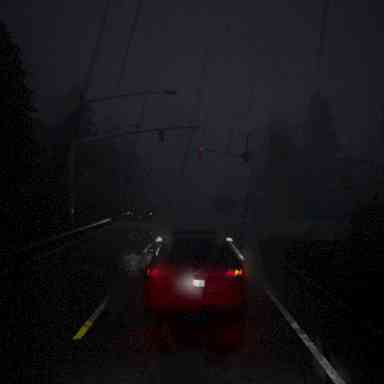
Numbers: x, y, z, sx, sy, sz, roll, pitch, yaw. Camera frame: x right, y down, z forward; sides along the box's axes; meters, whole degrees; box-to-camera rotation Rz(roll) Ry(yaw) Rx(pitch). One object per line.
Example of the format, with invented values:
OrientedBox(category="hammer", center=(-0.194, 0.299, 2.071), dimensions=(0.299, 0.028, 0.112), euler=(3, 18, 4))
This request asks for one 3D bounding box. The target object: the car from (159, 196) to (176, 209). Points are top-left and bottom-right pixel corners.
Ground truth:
OrientedBox(category="car", center=(-3.718, 1.492, 44.960), dimensions=(2.128, 1.511, 4.902), euler=(0, 0, 0))

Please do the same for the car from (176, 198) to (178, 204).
OrientedBox(category="car", center=(-3.714, 1.547, 63.987), dimensions=(2.033, 1.411, 5.357), euler=(0, 0, 0))

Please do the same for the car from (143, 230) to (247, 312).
OrientedBox(category="car", center=(0.056, 1.564, 7.815), dimensions=(1.994, 1.385, 4.181), euler=(0, 0, 0))

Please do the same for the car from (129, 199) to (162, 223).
OrientedBox(category="car", center=(-3.665, 1.528, 25.944), dimensions=(1.812, 1.442, 4.674), euler=(0, 0, 0))
